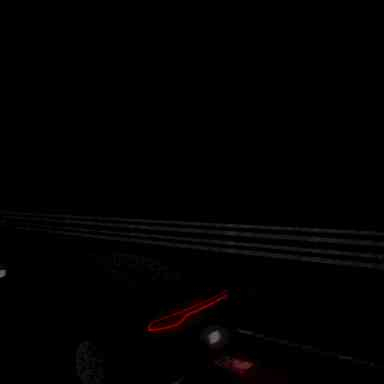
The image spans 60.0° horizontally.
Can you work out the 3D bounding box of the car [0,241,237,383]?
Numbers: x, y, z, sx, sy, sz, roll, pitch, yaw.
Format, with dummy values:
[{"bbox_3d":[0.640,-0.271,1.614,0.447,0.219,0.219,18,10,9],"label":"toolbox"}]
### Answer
[{"bbox_3d":[-1.738,1.528,5.274,5.008,1.535,1.882,-1,0,36],"label":"car"}]
